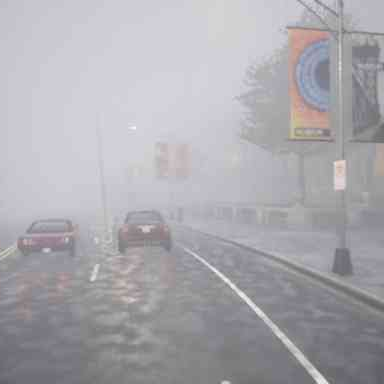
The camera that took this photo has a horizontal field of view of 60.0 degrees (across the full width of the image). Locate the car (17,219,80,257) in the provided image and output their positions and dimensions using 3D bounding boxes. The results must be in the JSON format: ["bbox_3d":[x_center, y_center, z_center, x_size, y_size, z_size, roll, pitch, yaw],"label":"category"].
[{"bbox_3d":[-5.672,1.759,13.725,1.895,1.301,4.718,0,-1,-16],"label":"car"}]

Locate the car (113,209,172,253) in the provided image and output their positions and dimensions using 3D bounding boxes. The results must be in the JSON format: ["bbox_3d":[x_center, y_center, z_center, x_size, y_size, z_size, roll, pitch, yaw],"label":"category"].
[{"bbox_3d":[-2.347,1.512,14.799,2.097,1.767,4.553,0,-1,-16],"label":"car"}]
